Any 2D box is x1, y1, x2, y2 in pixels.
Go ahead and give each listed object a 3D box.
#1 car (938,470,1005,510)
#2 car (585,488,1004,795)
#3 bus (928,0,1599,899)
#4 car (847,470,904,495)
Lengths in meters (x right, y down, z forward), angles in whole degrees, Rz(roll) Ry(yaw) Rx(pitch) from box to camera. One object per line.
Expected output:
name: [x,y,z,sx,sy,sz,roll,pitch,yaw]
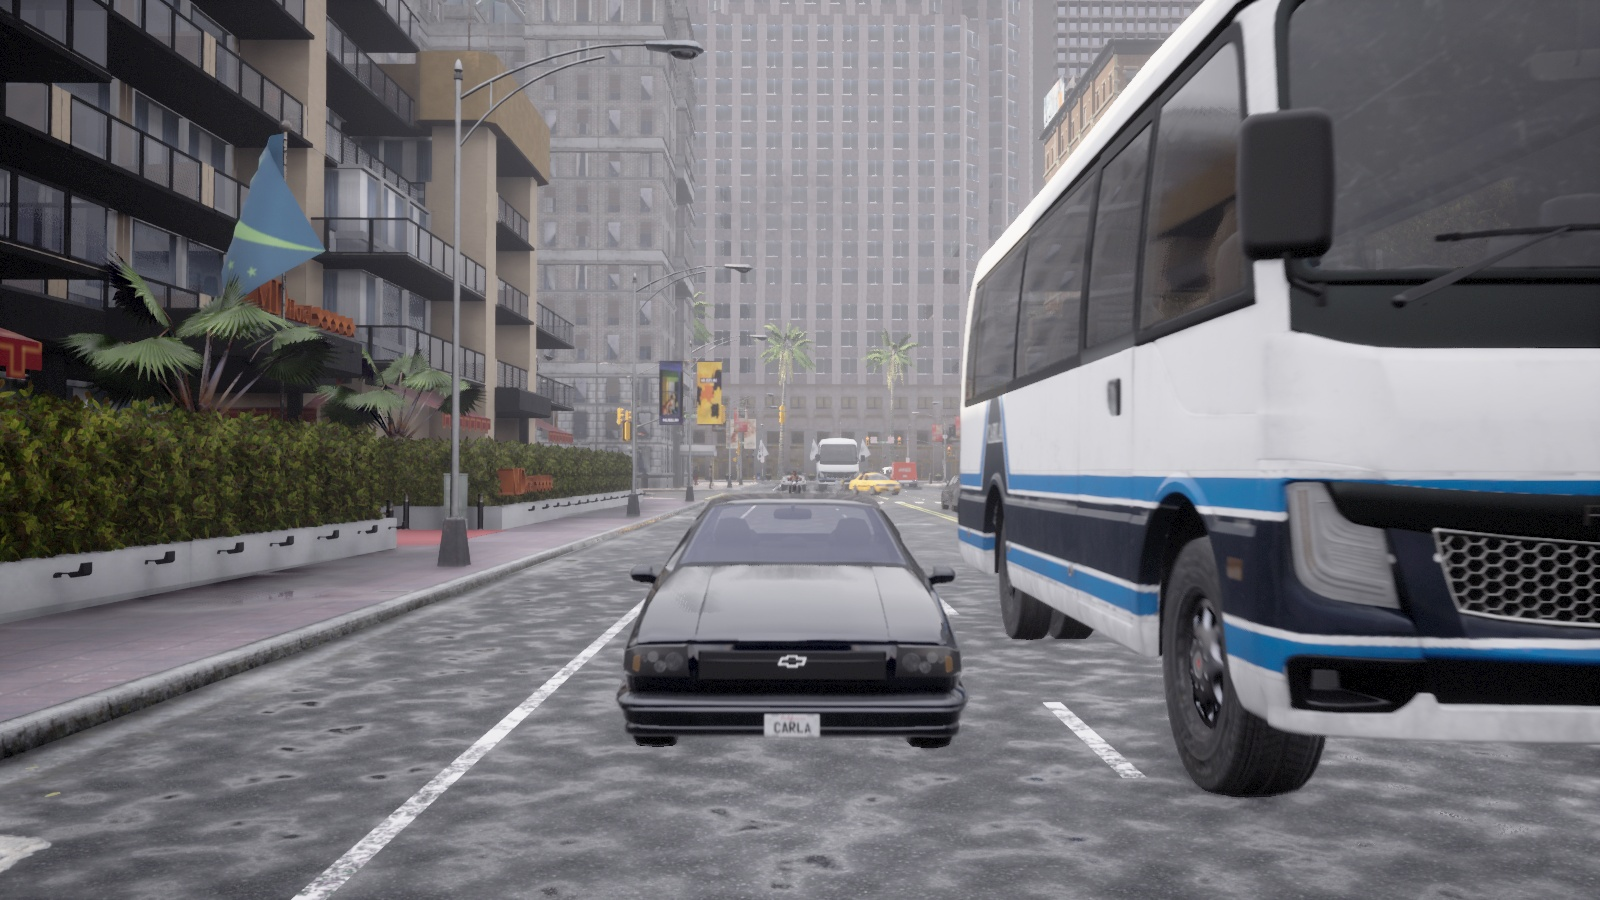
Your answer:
car: [6.795,1.575,50.199,2.007,1.525,4.514,0,-1,0]
car: [-0.038,1.009,8.790,2.033,1.411,5.357,0,-1,0]
bus: [3.455,-0.422,9.148,3.944,4.253,10.273,0,-1,0]
car: [4.896,2.112,82.274,1.801,1.575,5.366,0,-1,-19]
